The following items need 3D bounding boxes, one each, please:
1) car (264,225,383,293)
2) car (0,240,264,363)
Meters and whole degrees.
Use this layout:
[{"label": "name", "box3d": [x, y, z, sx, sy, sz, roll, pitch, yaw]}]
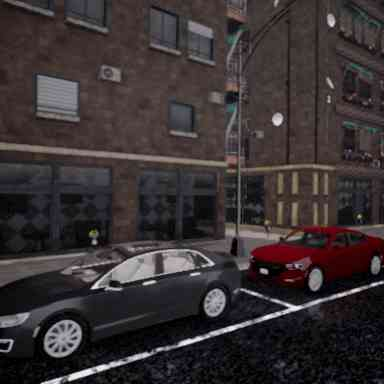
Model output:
[{"label": "car", "box3d": [3.515, 1.628, 9.072, 4.507, 1.381, 1.887, 1, 0, -36]}, {"label": "car", "box3d": [-1.072, 1.576, 5.796, 4.403, 1.369, 2.008, 1, 0, -36]}]
